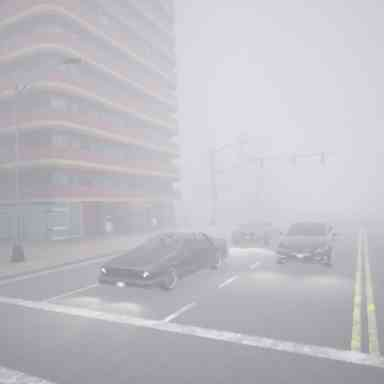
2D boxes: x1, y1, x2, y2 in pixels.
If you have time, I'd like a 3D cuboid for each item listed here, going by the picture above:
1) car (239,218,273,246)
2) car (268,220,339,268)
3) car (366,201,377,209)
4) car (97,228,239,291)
[{"bbox_3d":[3.754,2.200,18.948,1.994,1.385,4.181,-3,-2,27],"label":"car"},{"bbox_3d":[4.614,1.887,12.997,1.837,1.490,4.892,-3,-2,27],"label":"car"},{"bbox_3d":[40.954,2.861,76.105,2.097,1.767,4.553,-3,-2,27],"label":"car"},{"bbox_3d":[-0.522,2.004,10.758,2.033,1.411,5.357,-3,-2,29],"label":"car"}]
